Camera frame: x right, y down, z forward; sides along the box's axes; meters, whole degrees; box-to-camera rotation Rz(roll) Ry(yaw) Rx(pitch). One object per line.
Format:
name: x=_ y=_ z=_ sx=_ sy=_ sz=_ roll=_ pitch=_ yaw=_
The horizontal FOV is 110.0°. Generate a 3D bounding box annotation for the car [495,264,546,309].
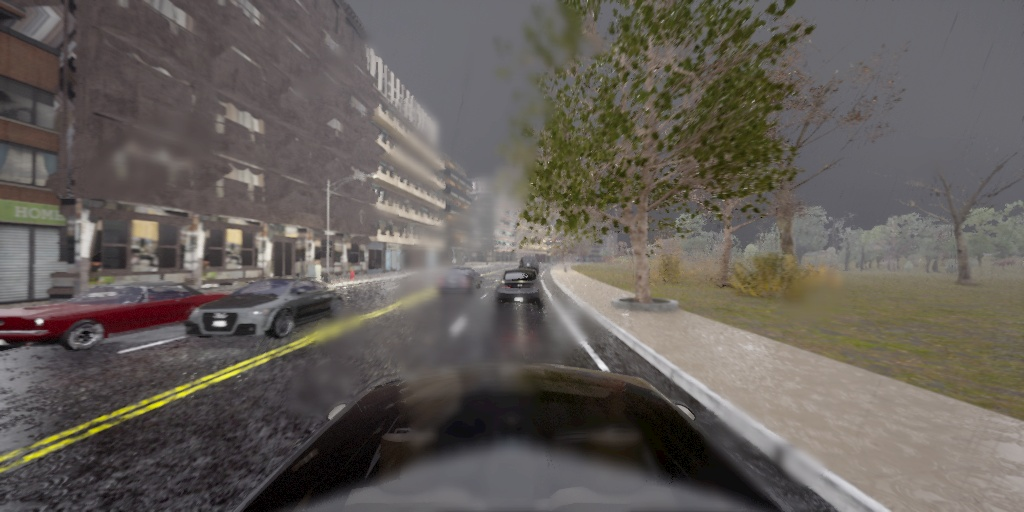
car: x=0.347 y=1.290 z=15.140 sx=1.837 sy=1.490 sz=4.892 roll=0 pitch=0 yaw=2

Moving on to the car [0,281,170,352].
car: x=-9.759 y=1.347 z=9.047 sx=1.895 sy=1.301 sz=4.718 roll=0 pitch=0 yaw=1

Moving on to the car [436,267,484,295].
car: x=-2.769 y=1.339 z=20.078 sx=2.033 sy=1.411 sz=5.357 roll=0 pitch=0 yaw=3

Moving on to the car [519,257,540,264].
car: x=2.009 y=1.093 z=41.384 sx=2.150 sy=2.045 sz=5.566 roll=0 pitch=-1 yaw=6

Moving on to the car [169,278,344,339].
car: x=-6.476 y=1.319 z=9.989 sx=1.994 sy=1.385 sz=4.181 roll=0 pitch=0 yaw=1
